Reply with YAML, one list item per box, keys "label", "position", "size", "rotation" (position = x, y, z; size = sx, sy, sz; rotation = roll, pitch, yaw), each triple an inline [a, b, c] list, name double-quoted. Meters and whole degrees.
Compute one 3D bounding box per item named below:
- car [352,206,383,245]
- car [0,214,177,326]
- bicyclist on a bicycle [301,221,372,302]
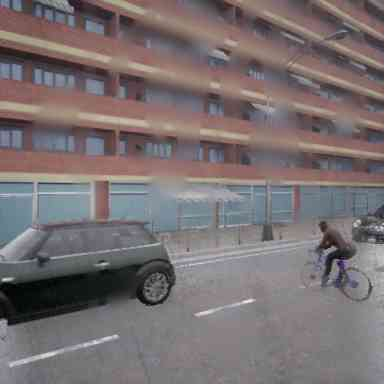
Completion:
- label: "car"
  position: [9.088, 1.351, 14.715]
  size: [4.553, 1.767, 2.097]
  rotation: [0, 0, -35]
- label: "car"
  position: [-2.612, 1.352, 6.413]
  size: [4.553, 1.767, 2.097]
  rotation: [0, 0, -35]
- label: "bicyclist on a bicycle"
  position: [3.023, 1.455, 7.172]
  size: [0.582, 1.620, 1.656]
  rotation: [0, -2, -35]
